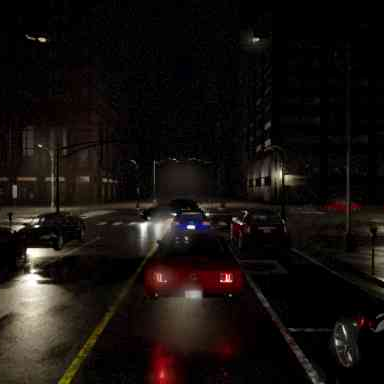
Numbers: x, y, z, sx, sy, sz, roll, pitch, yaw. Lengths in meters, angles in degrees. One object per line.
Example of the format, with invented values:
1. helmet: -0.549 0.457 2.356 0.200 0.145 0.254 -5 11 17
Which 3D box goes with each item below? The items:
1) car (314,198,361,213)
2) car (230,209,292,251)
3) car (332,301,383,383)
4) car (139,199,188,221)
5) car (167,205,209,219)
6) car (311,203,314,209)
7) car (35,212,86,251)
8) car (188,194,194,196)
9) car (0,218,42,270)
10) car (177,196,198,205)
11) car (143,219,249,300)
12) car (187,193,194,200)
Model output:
1. car: 15.784 1.518 35.628 4.181 1.385 1.994 0 0 0
2. car: 2.720 1.441 13.980 1.967 1.590 4.097 0 0 0
3. car: 2.753 1.566 2.708 1.947 1.339 4.313 0 0 0
4. car: -2.385 1.577 27.350 2.033 1.411 5.357 0 0 18
5. car: -0.047 1.565 17.108 1.994 1.385 4.181 0 0 0
6. car: 16.408 1.442 38.882 4.892 1.490 1.837 0 0 0
7. car: -5.805 1.551 13.954 2.008 1.369 4.403 0 0 0
8. car: -0.329 1.409 82.255 2.097 1.767 4.553 0 0 0
9. car: -5.788 1.566 8.317 1.947 1.339 4.313 0 0 0
10. car: -1.726 1.515 38.796 4.892 1.490 1.837 0 0 0
11. car: 0.040 1.601 8.352 1.895 1.301 4.718 0 0 0
12. car: -0.399 1.288 92.263 2.097 1.767 4.553 0 0 0
